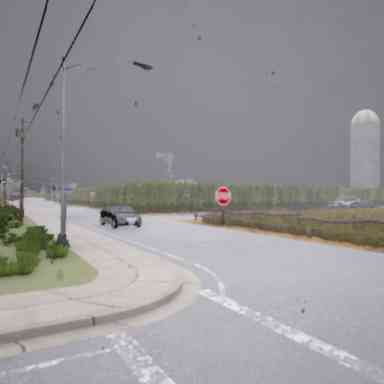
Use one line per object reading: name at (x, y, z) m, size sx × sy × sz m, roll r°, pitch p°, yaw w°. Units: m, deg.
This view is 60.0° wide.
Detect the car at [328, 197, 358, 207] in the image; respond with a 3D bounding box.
car at (23.074, 1.760, 50.206) m, size 5.566 × 2.045 × 2.150 m, roll 0°, pitch 0°, yaw -30°

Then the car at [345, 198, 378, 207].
car at (24.654, 1.984, 47.537) m, size 4.892 × 1.490 × 1.837 m, roll 0°, pitch 0°, yaw -30°

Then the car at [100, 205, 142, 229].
car at (-5.012, 1.668, 23.059) m, size 2.128 × 1.511 × 4.902 m, roll 1°, pitch -1°, yaw -30°
